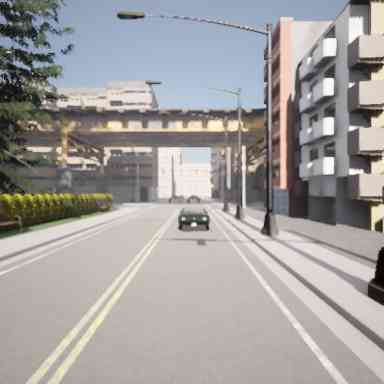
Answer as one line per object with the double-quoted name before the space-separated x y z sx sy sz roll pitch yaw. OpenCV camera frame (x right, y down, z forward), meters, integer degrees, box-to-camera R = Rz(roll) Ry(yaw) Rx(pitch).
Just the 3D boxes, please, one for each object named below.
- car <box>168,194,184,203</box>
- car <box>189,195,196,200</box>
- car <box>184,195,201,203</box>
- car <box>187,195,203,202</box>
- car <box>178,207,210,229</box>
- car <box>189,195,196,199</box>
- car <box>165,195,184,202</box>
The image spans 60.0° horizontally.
"car" -3.594 1.492 68.508 2.038 1.542 4.974 0 0 25
"car" 0.217 1.504 94.794 2.038 1.542 4.974 0 0 0
"car" 0.566 1.486 68.198 2.038 1.542 4.974 0 0 -20
"car" 0.547 1.329 68.246 1.853 1.218 4.536 0 0 -20
"car" 0.116 1.604 21.614 1.895 1.301 4.718 0 0 0
"car" 0.216 1.347 94.846 1.853 1.218 4.536 0 0 0
"car" -3.573 1.334 68.555 1.853 1.218 4.536 0 0 25
